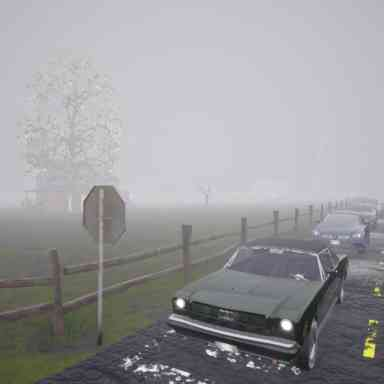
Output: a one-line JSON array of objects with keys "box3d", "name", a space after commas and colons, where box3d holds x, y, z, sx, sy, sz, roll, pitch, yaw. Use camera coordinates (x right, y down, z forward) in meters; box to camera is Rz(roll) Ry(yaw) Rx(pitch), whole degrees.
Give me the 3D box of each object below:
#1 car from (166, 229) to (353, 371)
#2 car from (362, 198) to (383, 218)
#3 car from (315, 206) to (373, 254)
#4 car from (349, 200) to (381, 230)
[{"box3d": [1.559, 1.602, 5.991, 1.895, 1.301, 4.718, 0, 0, 31], "name": "car"}, {"box3d": [16.027, 1.357, 29.951, 2.097, 1.767, 4.553, 0, 0, 31], "name": "car"}, {"box3d": [6.280, 1.529, 13.816, 1.812, 1.442, 4.674, 0, 0, 31], "name": "car"}, {"box3d": [10.933, 1.509, 21.536, 1.837, 1.490, 4.892, 0, 0, 31], "name": "car"}]
